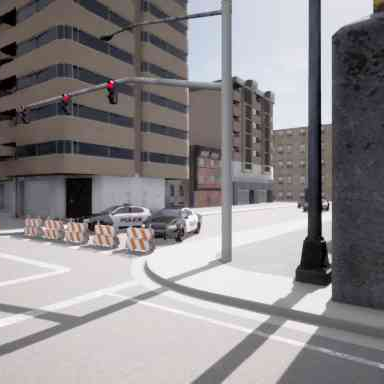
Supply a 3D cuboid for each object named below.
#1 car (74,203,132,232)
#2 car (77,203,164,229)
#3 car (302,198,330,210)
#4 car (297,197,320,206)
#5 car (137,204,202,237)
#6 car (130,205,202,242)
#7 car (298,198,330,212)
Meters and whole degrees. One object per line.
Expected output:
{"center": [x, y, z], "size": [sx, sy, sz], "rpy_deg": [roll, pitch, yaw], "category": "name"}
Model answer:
{"center": [-4.142, 1.453, 19.238], "size": [4.974, 1.542, 2.038], "rpy_deg": [0, 0, -29], "category": "car"}
{"center": [-4.097, 1.295, 19.264], "size": [4.536, 1.218, 1.853], "rpy_deg": [0, 0, -29], "category": "car"}
{"center": [14.356, 1.295, 38.371], "size": [1.853, 1.218, 4.536], "rpy_deg": [0, 0, 36], "category": "car"}
{"center": [16.564, 1.295, 47.289], "size": [1.853, 1.218, 4.536], "rpy_deg": [0, 0, 36], "category": "car"}
{"center": [-0.936, 1.295, 16.603], "size": [1.853, 1.218, 4.536], "rpy_deg": [0, 0, 16], "category": "car"}
{"center": [-0.949, 1.453, 16.553], "size": [2.038, 1.542, 4.974], "rpy_deg": [0, 0, 16], "category": "car"}
{"center": [14.326, 1.453, 38.329], "size": [2.038, 1.542, 4.974], "rpy_deg": [0, 0, 36], "category": "car"}
